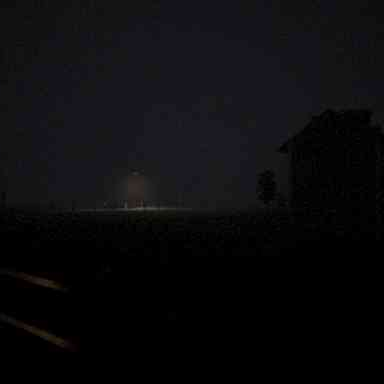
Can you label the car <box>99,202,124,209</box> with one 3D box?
[{"bbox_3d":[-15.648,2.674,64.796,1.895,1.301,4.718,-1,-1,36],"label":"car"}]
